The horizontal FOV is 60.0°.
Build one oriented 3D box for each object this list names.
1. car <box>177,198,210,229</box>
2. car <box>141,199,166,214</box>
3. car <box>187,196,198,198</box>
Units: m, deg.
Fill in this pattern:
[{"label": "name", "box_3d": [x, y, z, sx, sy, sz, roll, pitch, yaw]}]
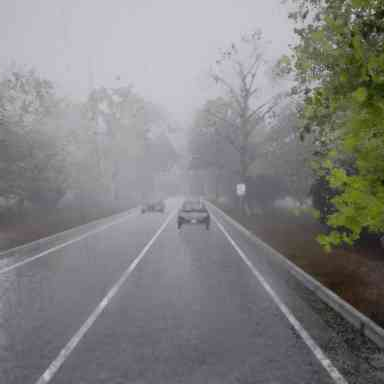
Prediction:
[{"label": "car", "box_3d": [0.094, 1.357, 20.574, 2.128, 1.511, 4.902, 0, 0, 0]}, {"label": "car", "box_3d": [-3.562, 1.327, 31.237, 1.994, 1.385, 4.181, 0, 1, 0]}, {"label": "car", "box_3d": [0.092, 1.199, 41.113, 2.033, 1.411, 5.357, 0, 1, 0]}]
